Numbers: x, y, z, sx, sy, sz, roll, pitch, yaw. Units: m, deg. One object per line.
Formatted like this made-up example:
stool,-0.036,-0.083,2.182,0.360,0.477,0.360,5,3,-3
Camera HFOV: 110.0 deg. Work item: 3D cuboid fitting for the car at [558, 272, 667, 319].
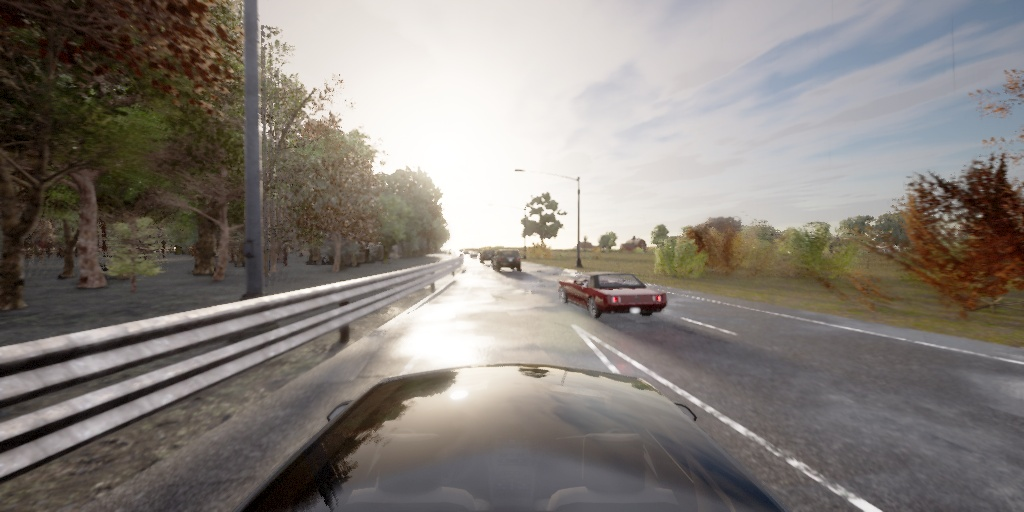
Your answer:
car,3.031,1.174,12.039,1.895,1.301,4.718,0,1,-9

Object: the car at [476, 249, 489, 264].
car,-3.404,0.056,50.845,2.150,2.045,5.566,0,1,-9

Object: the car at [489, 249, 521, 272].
car,-0.552,0.400,33.652,2.150,2.045,5.566,0,1,-9
